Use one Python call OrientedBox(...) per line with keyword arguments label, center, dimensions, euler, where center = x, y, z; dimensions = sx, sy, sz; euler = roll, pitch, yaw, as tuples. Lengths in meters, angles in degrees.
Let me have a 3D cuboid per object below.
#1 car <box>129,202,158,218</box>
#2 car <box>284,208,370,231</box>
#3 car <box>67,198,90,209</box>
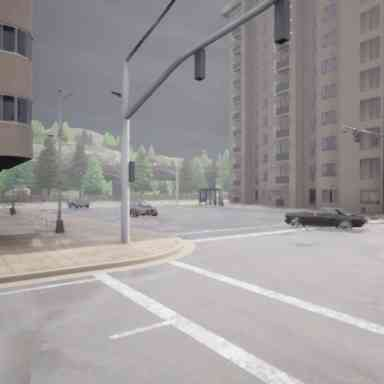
OrientedBox(label="car", center=(-4.761, 1.568, 29.965), dimensions=(1.994, 1.385, 4.181), euler=(0, 0, -36))
OrientedBox(label="car", center=(8.207, 1.615, 20.498), dimensions=(4.718, 1.301, 1.895), euler=(0, 0, 36))
OrientedBox(label="car", center=(-15.229, 1.568, 44.508), dimensions=(1.837, 1.490, 4.892), euler=(0, 0, -36))
